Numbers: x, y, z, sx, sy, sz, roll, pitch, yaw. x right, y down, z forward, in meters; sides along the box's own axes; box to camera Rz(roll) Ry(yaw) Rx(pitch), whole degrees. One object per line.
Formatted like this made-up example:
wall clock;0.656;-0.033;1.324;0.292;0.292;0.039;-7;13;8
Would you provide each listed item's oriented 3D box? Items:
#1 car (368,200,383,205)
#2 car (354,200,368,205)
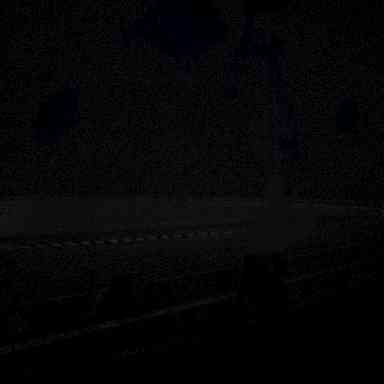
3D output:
car;46.791;2.723;83.021;1.895;1.301;4.718;0;-1;0
car;43.251;2.749;85.110;1.895;1.301;4.718;0;-1;-3
